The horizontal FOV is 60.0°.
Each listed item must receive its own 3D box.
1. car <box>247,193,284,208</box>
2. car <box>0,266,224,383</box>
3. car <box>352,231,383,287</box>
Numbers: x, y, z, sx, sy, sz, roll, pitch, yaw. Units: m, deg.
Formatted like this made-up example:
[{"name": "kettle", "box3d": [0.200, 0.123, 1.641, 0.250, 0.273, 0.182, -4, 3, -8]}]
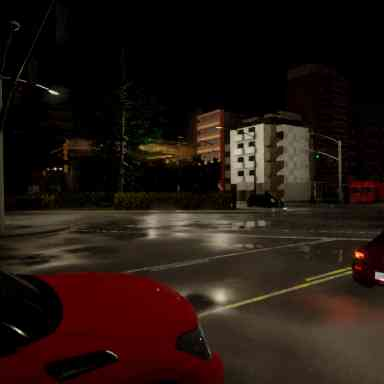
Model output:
[{"name": "car", "box3d": [8.616, 0.943, 39.342, 2.097, 1.767, 4.553, -1, 1, -35]}, {"name": "car", "box3d": [-2.383, 1.219, 2.039, 5.566, 2.045, 2.150, 0, 0, -35]}, {"name": "car", "box3d": [5.544, 1.433, 7.715, 4.674, 1.442, 1.812, -1, 1, -35]}]
